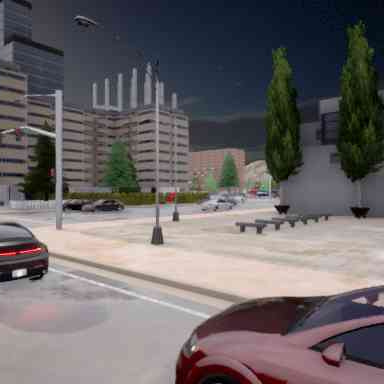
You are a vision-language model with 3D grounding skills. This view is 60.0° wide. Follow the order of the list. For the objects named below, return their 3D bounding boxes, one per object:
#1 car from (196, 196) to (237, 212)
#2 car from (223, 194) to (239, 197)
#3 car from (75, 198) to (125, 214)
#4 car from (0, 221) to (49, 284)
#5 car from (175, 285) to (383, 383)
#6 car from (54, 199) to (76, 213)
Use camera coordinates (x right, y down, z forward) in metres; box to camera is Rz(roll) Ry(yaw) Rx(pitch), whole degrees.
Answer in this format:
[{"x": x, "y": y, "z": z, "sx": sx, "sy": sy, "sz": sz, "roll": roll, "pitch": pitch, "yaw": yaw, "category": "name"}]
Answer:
[{"x": 2.950, "y": 1.524, "z": 38.682, "sx": 1.812, "sy": 1.442, "sz": 4.674, "roll": 0, "pitch": 0, "yaw": 40, "category": "car"}, {"x": 5.239, "y": 1.490, "z": 52.466, "sx": 2.128, "sy": 1.511, "sz": 4.902, "roll": 0, "pitch": 0, "yaw": 41, "category": "car"}, {"x": -9.370, "y": 1.502, "z": 35.278, "sx": 1.837, "sy": 1.490, "sz": 4.892, "roll": 0, "pitch": 1, "yaw": 40, "category": "car"}, {"x": -5.587, "y": 1.504, "z": 8.764, "sx": 4.892, "sy": 1.490, "sz": 1.837, "roll": 0, "pitch": 0, "yaw": 40, "category": "car"}, {"x": 1.878, "y": 1.564, "z": 2.881, "sx": 4.181, "sy": 1.385, "sz": 1.994, "roll": 0, "pitch": 0, "yaw": 37, "category": "car"}, {"x": -12.705, "y": 1.476, "z": 36.758, "sx": 1.882, "sy": 1.535, "sz": 5.008, "roll": 0, "pitch": 0, "yaw": 40, "category": "car"}]
